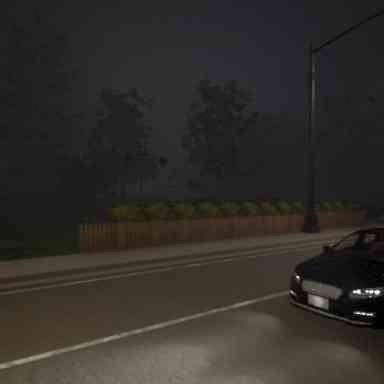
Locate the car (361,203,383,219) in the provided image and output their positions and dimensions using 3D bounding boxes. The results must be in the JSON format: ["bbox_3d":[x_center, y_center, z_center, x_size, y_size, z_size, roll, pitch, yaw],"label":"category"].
[{"bbox_3d":[15.159,1.715,28.371,1.837,1.490,4.892,1,-1,-36],"label":"car"}]

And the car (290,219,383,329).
[{"bbox_3d":[4.067,1.542,6.892,4.902,1.511,2.128,0,0,-36],"label":"car"}]

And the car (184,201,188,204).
[{"bbox_3d":[0.801,1.756,48.171,2.033,1.411,5.357,1,0,-36],"label":"car"}]

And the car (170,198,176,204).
[{"bbox_3d":[-4.816,1.711,61.989,1.882,1.535,5.008,1,-1,-36],"label":"car"}]

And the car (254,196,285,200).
[{"bbox_3d":[9.124,1.433,36.715,2.150,2.045,5.566,1,-1,-36],"label":"car"}]
